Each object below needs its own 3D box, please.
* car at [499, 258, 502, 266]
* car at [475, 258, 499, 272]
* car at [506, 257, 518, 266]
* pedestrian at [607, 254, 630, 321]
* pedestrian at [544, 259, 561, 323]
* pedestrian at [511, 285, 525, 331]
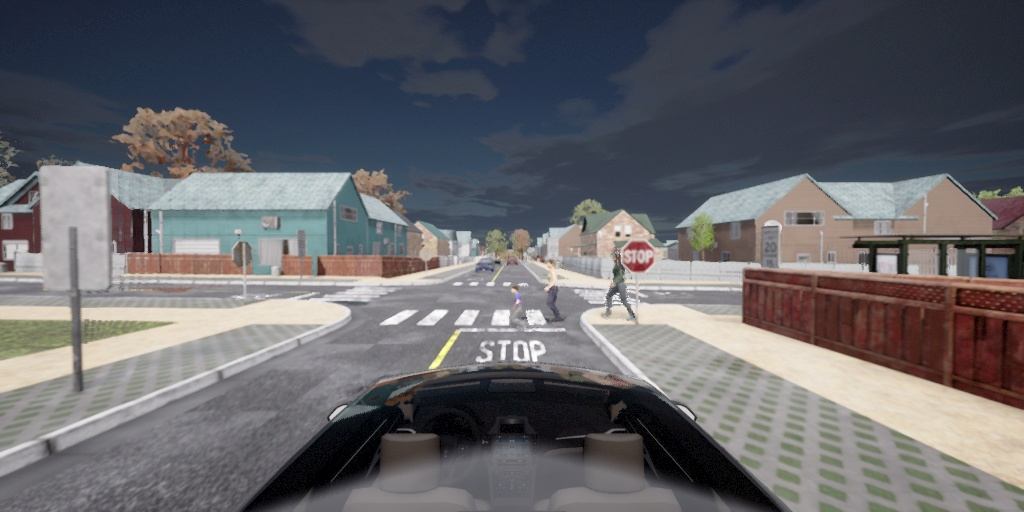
[{"bbox_3d":[-2.733,0.940,59.994,1.895,1.301,4.718,0,0,0],"label":"car"},{"bbox_3d":[-2.817,0.975,38.422,2.033,1.411,5.357,0,0,0],"label":"car"},{"bbox_3d":[0.033,0.863,60.445,1.812,1.442,4.674,0,0,0],"label":"car"},{"bbox_3d":[2.854,0.808,9.632,0.375,1.860,0.375,-1,1,0],"label":"pedestrian"},{"bbox_3d":[1.169,0.953,10.237,0.375,1.860,0.375,-1,1,0],"label":"pedestrian"},{"bbox_3d":[0.157,1.245,9.044,0.375,1.300,0.375,-1,1,0],"label":"pedestrian"}]
